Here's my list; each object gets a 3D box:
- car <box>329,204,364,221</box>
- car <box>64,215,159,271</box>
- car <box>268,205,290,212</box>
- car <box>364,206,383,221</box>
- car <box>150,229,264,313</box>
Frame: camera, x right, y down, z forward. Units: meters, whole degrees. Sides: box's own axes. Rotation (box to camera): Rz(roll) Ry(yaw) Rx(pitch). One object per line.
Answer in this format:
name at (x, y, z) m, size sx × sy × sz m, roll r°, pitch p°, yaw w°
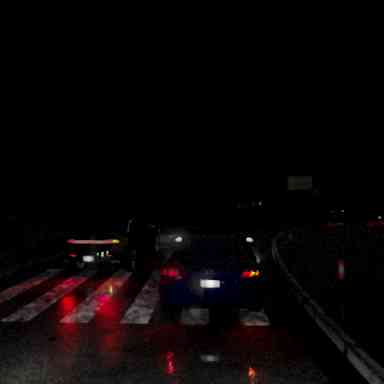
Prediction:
car at (14.853, 1.897, 31.002) m, size 4.902 × 1.511 × 2.128 m, roll -1°, pitch -3°, yaw -32°
car at (-2.377, 1.516, 10.995) m, size 2.128 × 1.511 × 4.902 m, roll -1°, pitch 0°, yaw 7°
car at (19.083, 3.720, 73.234) m, size 4.553 × 1.767 × 2.097 m, roll -4°, pitch -6°, yaw 41°
car at (17.349, 1.784, 28.721) m, size 4.718 × 1.301 × 1.895 m, roll 0°, pitch -3°, yaw -33°
car at (0.503, 1.557, 7.782) m, size 1.994 × 1.385 × 4.181 m, roll 0°, pitch 0°, yaw 5°
